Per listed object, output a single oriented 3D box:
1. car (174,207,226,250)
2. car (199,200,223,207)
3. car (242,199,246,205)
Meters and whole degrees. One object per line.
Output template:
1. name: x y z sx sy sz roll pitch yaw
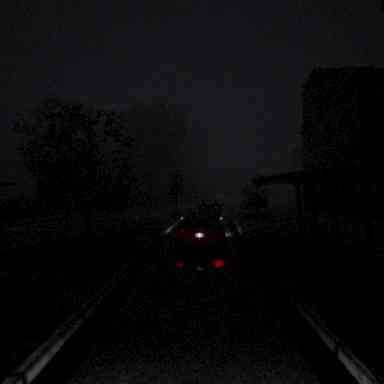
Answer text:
1. car: 0.396 1.548 14.204 1.994 1.385 4.181 0 0 4
2. car: 1.632 1.468 29.070 2.128 1.511 4.902 0 0 7
3. car: 10.072 1.738 59.952 2.097 1.535 5.008 -1 -1 13
